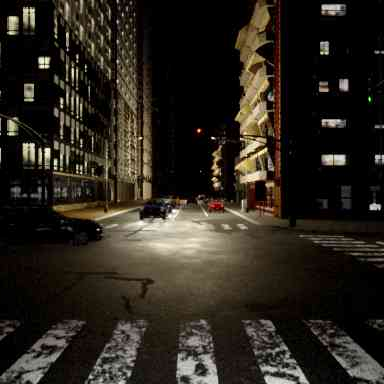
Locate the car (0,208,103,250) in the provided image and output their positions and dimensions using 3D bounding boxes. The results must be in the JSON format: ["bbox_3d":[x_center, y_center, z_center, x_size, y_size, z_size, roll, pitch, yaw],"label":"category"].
[{"bbox_3d":[-6.131,1.423,13.466,4.892,1.490,1.837,1,2,-24],"label":"car"}]

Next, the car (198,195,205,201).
[{"bbox_3d":[2.552,1.491,89.721,1.967,1.590,4.097,0,0,0],"label":"car"}]

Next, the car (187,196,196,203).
[{"bbox_3d":[-0.106,1.583,70.271,1.994,1.385,4.181,0,0,0],"label":"car"}]

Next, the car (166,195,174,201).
[{"bbox_3d":[-5.828,1.595,89.708,1.887,1.381,4.507,0,0,0],"label":"car"}]

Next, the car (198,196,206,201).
[{"bbox_3d":[2.561,1.626,84.073,1.802,1.307,4.206,0,0,0],"label":"car"}]

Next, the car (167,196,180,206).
[{"bbox_3d":[-3.088,1.498,56.751,1.882,1.535,5.008,0,0,0],"label":"car"}]

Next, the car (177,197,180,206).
[{"bbox_3d":[-3.146,1.615,46.478,1.895,1.301,4.718,0,0,0],"label":"car"}]

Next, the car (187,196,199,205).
[{"bbox_3d":[0.010,1.587,60.229,1.994,1.385,4.181,0,0,0],"label":"car"}]

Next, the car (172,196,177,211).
[{"bbox_3d":[-3.152,1.500,37.221,2.128,1.511,4.902,0,0,0],"label":"car"}]

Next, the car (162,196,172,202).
[{"bbox_3d":[-5.810,1.589,78.411,2.008,1.369,4.403,0,0,0],"label":"car"}]

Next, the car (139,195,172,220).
[{"bbox_3d":[-3.138,1.357,28.173,2.097,1.767,4.553,0,0,0],"label":"car"}]

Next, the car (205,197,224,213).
[{"bbox_3d":[2.685,1.591,37.264,1.802,1.307,4.206,0,0,0],"label":"car"}]

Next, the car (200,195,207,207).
[{"bbox_3d":[2.614,1.567,50.181,2.008,1.369,4.403,0,0,0],"label":"car"}]

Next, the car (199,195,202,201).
[{"bbox_3d":[2.606,1.571,55.830,2.008,1.369,4.403,0,0,0],"label":"car"}]
